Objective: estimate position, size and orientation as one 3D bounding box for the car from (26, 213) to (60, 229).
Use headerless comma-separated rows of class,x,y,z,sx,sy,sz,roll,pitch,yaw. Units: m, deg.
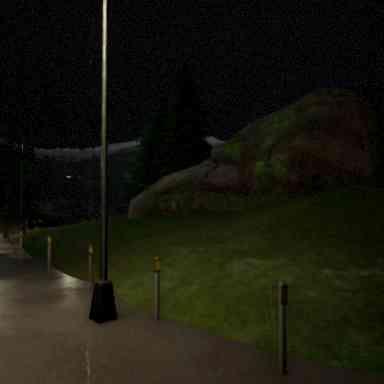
car,-19.666,3.930,44.343,2.150,2.045,5.566,0,-6,7
